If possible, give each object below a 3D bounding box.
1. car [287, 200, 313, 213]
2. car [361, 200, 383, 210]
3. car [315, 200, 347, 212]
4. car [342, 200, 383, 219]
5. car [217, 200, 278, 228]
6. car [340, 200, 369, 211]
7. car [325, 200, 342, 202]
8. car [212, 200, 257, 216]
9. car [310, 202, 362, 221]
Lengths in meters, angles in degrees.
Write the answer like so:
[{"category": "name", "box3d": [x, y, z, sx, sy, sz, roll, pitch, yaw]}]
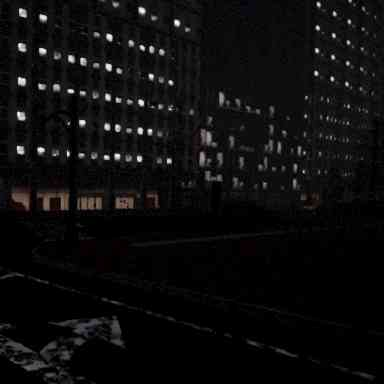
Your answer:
[{"category": "car", "box3d": [13.655, 1.702, 40.855, 4.829, 1.417, 1.752, 1, 2, -34]}, {"category": "car", "box3d": [27.833, 1.920, 50.550, 4.313, 1.339, 1.947, 1, 2, -34]}, {"category": "car", "box3d": [18.474, 1.802, 44.151, 4.313, 1.339, 1.947, 1, 2, -34]}, {"category": "car", "box3d": [18.245, 1.749, 34.442, 5.009, 1.841, 2.192, 1, 2, -34]}, {"category": "car", "box3d": [4.207, 1.574, 24.844, 5.009, 1.841, 2.192, 1, 2, -34]}, {"category": "car", "box3d": [23.153, 1.877, 47.351, 4.206, 1.307, 1.802, 1, 2, -34]}, {"category": "car", "box3d": [18.977, 1.854, 41.473, 5.357, 1.411, 2.033, 1, 1, -34]}, {"category": "car", "box3d": [4.436, 1.612, 34.552, 4.403, 1.369, 2.008, 1, 2, -34]}, {"category": "car", "box3d": [13.559, 1.920, 31.248, 4.507, 1.381, 1.887, 1, 2, -34]}]
